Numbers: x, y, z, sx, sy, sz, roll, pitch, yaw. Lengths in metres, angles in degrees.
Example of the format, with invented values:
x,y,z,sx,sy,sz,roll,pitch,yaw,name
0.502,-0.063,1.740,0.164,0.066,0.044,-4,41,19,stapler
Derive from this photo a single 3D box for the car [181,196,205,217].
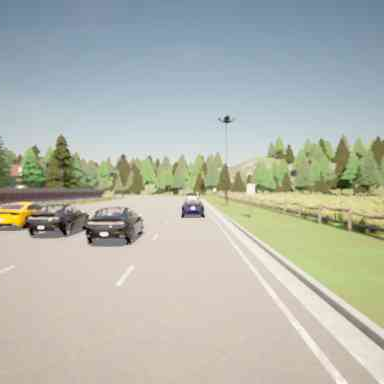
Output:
x,y,z,sx,sy,sz,roll,pitch,yaw,name
0.086,1.355,29.520,2.163,1.488,4.792,0,0,0,car

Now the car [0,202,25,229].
x,y,z,sx,sy,sz,roll,pitch,yaw,name
-10.405,1.373,20.707,1.882,1.535,5.008,0,0,0,car

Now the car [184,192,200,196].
x,y,z,sx,sy,sz,roll,pitch,yaw,name
0.001,0.985,47.787,2.150,2.045,5.566,0,1,0,car

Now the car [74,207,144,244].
x,y,z,sx,sy,sz,roll,pitch,yaw,name
-3.404,1.414,15.309,2.128,1.511,4.902,0,0,0,car

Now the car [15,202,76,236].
x,y,z,sx,sy,sz,roll,pitch,yaw,name
-6.903,1.403,17.621,2.128,1.511,4.902,0,0,0,car
